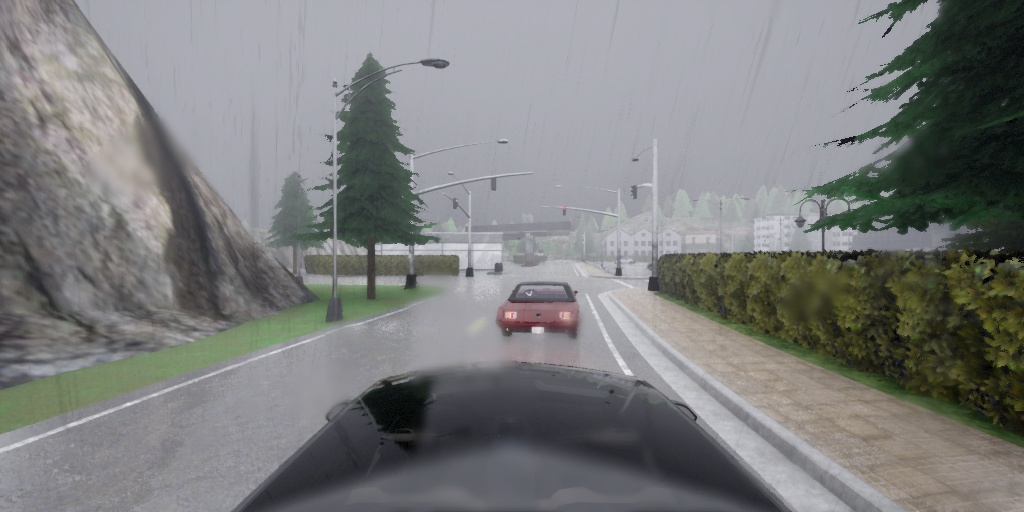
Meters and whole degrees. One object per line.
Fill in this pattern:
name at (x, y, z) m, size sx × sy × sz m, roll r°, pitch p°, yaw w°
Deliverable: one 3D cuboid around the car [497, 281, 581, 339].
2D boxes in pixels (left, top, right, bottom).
car at (0.912, 1.351, 10.109) m, size 1.895 × 1.301 × 4.718 m, roll 0°, pitch 0°, yaw 8°
